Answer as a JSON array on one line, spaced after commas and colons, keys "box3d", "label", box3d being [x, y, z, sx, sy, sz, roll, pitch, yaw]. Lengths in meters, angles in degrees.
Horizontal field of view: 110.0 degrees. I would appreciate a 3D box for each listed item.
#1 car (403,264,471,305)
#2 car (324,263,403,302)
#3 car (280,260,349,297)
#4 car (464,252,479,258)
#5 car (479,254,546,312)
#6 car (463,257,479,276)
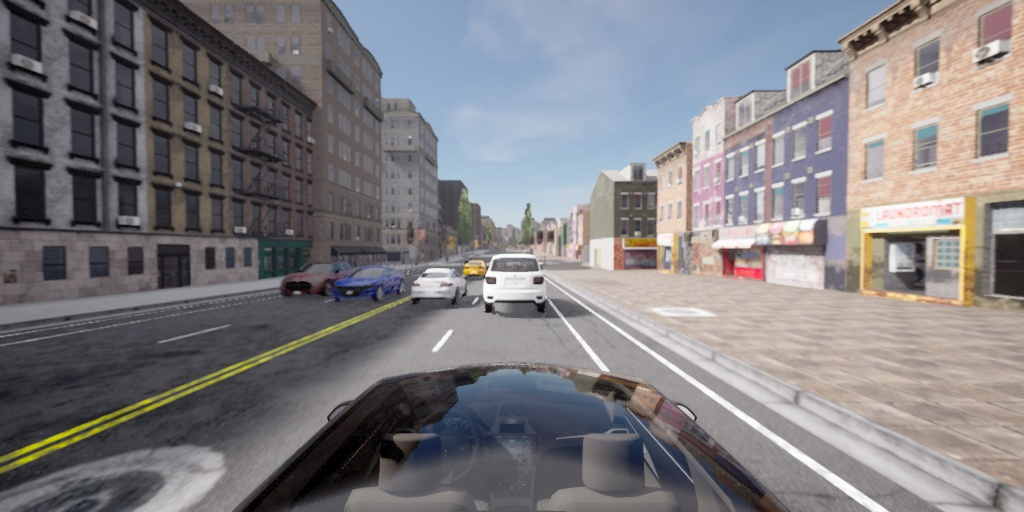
[{"box3d": [-3.149, 1.263, 16.017, 1.812, 1.442, 4.674, 0, 0, 0], "label": "car"}, {"box3d": [-6.592, 1.214, 17.041, 1.882, 1.535, 5.008, 0, 0, 0], "label": "car"}, {"box3d": [-9.841, 1.085, 18.668, 2.097, 1.767, 4.553, 0, 0, 0], "label": "car"}, {"box3d": [-6.472, 0.347, 57.906, 2.150, 2.045, 5.566, 0, 0, 0], "label": "car"}, {"box3d": [0.100, 0.961, 14.307, 2.150, 2.045, 5.566, 0, 0, 0], "label": "car"}, {"box3d": [-3.140, 1.163, 32.049, 1.882, 1.535, 5.008, 0, 0, 0], "label": "car"}]
